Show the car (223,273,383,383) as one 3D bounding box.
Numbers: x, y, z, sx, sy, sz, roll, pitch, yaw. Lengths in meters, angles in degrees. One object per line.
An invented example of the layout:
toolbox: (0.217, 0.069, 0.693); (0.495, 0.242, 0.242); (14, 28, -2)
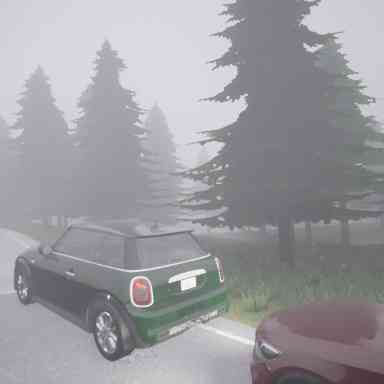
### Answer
car: (2.748, 1.531, 2.596); (4.674, 1.442, 1.812); (1, 0, 36)

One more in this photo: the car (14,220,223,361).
car: (-1.578, 1.308, 6.221); (4.553, 1.767, 2.097); (1, 1, 44)
